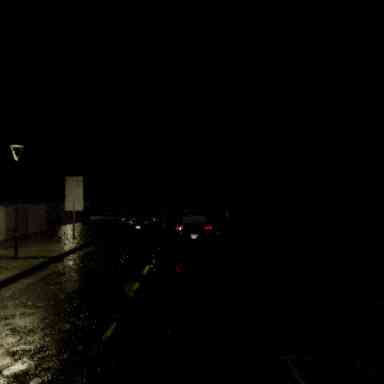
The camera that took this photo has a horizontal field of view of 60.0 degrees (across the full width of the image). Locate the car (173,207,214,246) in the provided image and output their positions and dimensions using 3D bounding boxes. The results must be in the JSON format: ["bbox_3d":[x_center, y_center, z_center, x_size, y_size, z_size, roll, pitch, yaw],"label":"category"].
[{"bbox_3d":[0.076,1.689,16.178,1.812,1.442,4.674,0,-1,0],"label":"car"}]

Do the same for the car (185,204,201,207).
[{"bbox_3d":[0.078,1.786,29.224,2.128,1.511,4.902,0,-1,0],"label":"car"}]

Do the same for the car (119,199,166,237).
[{"bbox_3d":[-2.764,1.475,19.813,2.150,2.045,5.566,0,-1,0],"label":"car"}]
